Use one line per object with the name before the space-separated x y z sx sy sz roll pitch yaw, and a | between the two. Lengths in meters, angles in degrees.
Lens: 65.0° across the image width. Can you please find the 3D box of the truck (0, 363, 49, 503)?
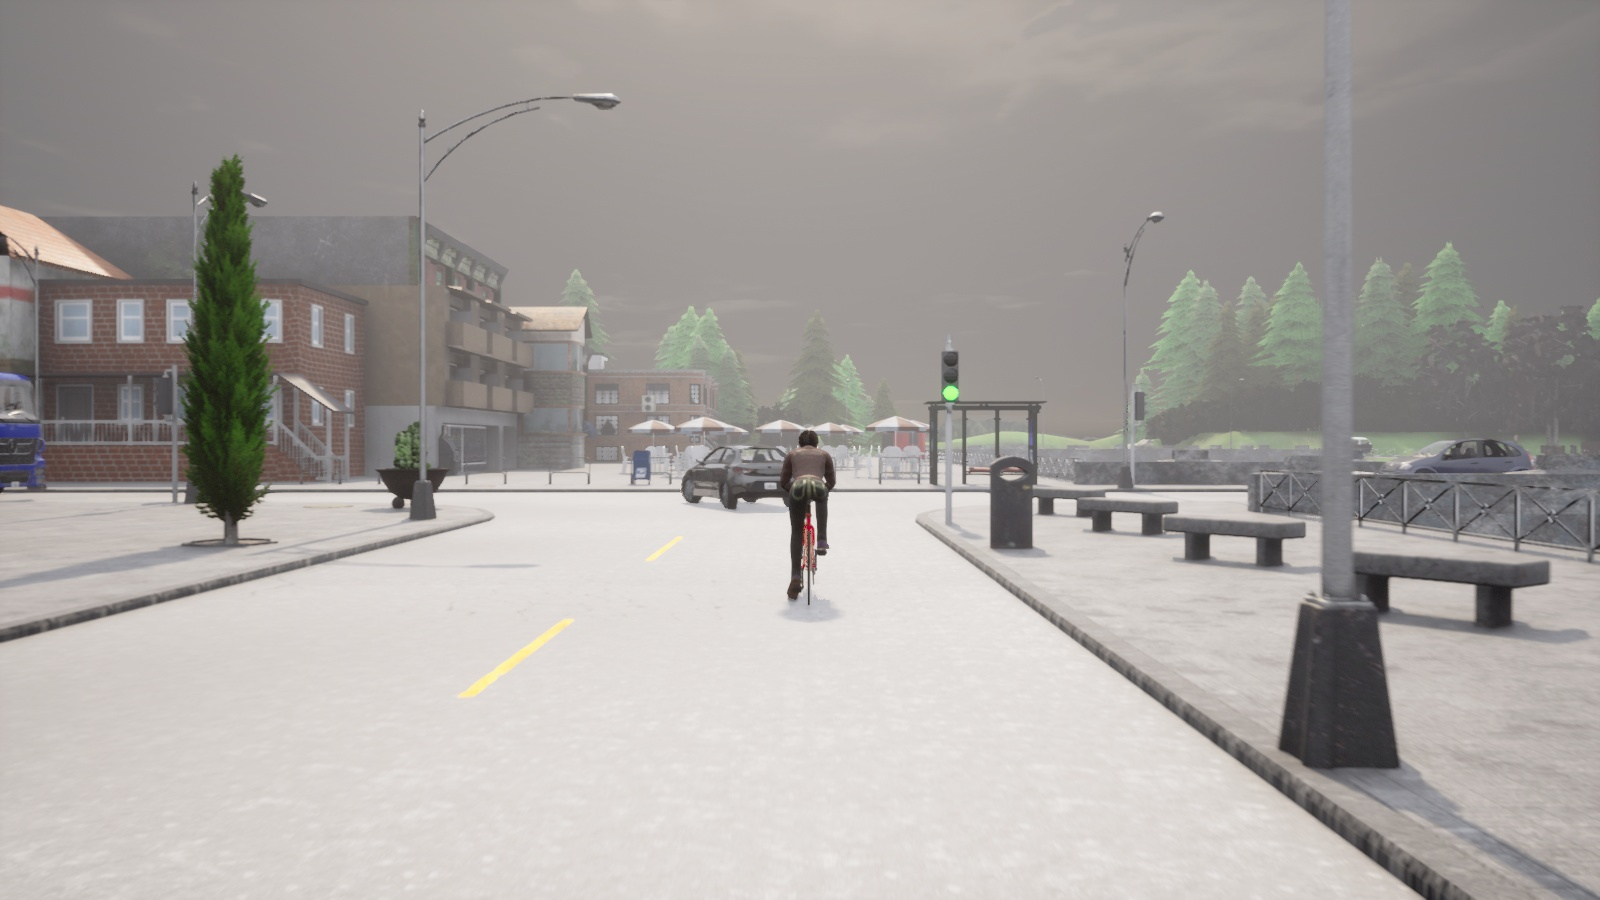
truck | -23.783 -0.433 31.709 7.936 3.462 2.891 0 0 1

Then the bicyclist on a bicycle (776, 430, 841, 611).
bicyclist on a bicycle | 0.082 0.631 12.103 0.582 1.620 1.656 0 0 0

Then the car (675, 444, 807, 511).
car | -1.487 0.591 29.833 1.816 1.474 4.193 0 0 -23

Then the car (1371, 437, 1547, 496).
car | 18.546 0.460 35.477 3.988 1.617 1.851 0 0 0
